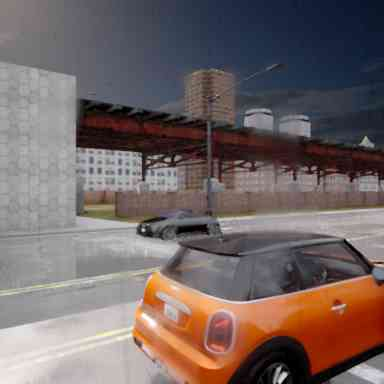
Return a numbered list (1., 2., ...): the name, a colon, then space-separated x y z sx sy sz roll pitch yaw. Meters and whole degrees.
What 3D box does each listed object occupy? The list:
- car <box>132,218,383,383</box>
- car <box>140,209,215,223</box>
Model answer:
1. car: 1.539 1.351 4.845 4.553 1.767 2.097 0 0 -34
2. car: -0.605 1.561 16.447 4.181 1.385 1.994 0 0 -35
